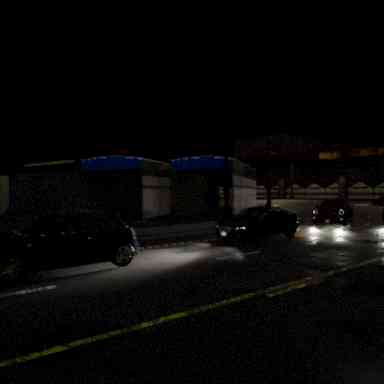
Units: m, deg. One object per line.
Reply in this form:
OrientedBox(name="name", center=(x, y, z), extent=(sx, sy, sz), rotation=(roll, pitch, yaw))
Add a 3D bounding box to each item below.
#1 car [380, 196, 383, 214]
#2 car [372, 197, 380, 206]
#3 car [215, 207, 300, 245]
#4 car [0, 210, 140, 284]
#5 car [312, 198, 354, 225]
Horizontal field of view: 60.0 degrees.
OrientedBox(name="car", center=(14.281, 1.060, 22.928), extent=(1.882, 1.535, 5.008), rotation=(0, 0, 31))
OrientedBox(name="car", center=(27.049, 1.218, 46.159), extent=(1.882, 1.535, 5.008), rotation=(-1, 0, -4))
OrientedBox(name="car", center=(3.142, 1.459, 15.531), extent=(4.902, 1.511, 2.128), rotation=(-1, 0, -42))
OrientedBox(name="car", center=(-3.949, 1.386, 9.865), extent=(4.553, 1.767, 2.097), rotation=(-1, 0, -36))
OrientedBox(name="car", center=(9.788, 1.257, 22.969), extent=(2.097, 1.767, 4.553), rotation=(0, 0, 33))
